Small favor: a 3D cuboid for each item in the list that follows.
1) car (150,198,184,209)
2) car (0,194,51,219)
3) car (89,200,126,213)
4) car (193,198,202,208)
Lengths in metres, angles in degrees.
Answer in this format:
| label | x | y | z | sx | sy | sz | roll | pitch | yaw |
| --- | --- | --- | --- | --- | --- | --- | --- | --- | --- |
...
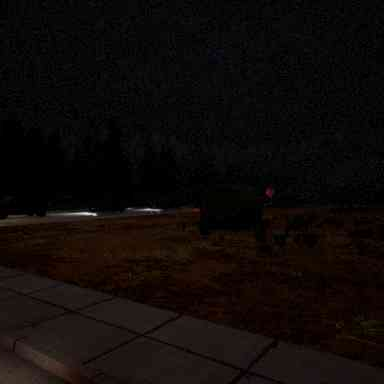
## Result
| label | x | y | z | sx | sy | sz | roll | pitch | yaw |
| --- | --- | --- | --- | --- | --- | --- | --- | --- | --- |
| car | -3.357 | 1.574 | 46.043 | 2.033 | 1.411 | 5.357 | 0 | 0 | 37 |
| car | -15.454 | 1.248 | 29.678 | 2.150 | 2.045 | 5.566 | 0 | 0 | 36 |
| car | -9.556 | 1.591 | 37.660 | 1.994 | 1.385 | 4.181 | 0 | 0 | 37 |
| car | 2.123 | 1.532 | 47.265 | 1.837 | 1.490 | 4.892 | 0 | 0 | 36 |
